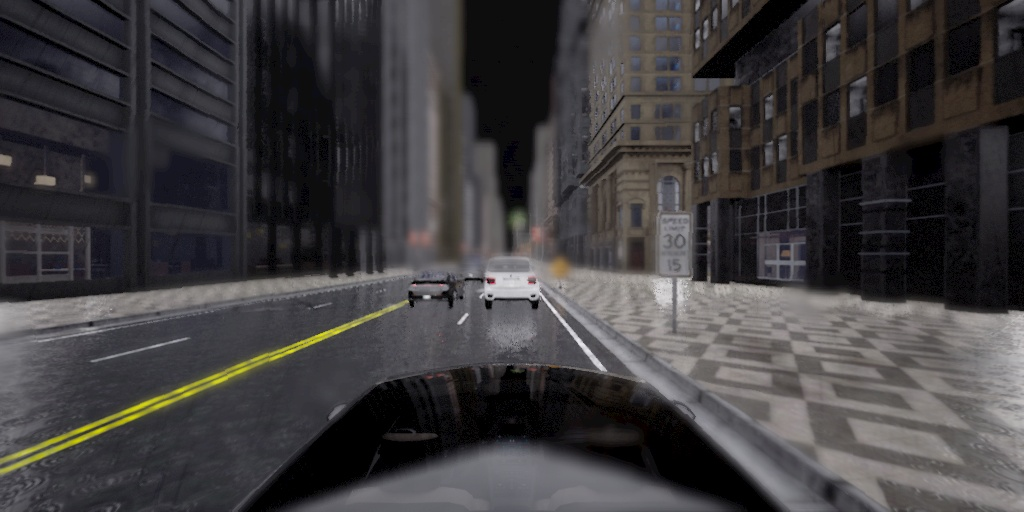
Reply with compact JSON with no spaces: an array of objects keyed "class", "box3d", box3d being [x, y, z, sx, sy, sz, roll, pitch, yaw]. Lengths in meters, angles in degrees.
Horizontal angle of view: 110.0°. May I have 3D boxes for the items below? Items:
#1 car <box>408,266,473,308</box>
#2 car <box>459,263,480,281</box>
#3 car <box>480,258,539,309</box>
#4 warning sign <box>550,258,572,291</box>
[{"class":"car","box3d":[-3.248,1.374,16.139,2.128,1.511,4.902,0,0,0]},{"class":"car","box3d":[-3.251,1.582,31.122,1.994,1.385,4.181,0,0,0]},{"class":"car","box3d":[-0.002,1.096,15.869,2.150,2.045,5.566,0,0,0]},{"class":"warning sign","box3d":[2.846,1.042,21.057,1.300,1.860,1.060,0,0,0]}]
